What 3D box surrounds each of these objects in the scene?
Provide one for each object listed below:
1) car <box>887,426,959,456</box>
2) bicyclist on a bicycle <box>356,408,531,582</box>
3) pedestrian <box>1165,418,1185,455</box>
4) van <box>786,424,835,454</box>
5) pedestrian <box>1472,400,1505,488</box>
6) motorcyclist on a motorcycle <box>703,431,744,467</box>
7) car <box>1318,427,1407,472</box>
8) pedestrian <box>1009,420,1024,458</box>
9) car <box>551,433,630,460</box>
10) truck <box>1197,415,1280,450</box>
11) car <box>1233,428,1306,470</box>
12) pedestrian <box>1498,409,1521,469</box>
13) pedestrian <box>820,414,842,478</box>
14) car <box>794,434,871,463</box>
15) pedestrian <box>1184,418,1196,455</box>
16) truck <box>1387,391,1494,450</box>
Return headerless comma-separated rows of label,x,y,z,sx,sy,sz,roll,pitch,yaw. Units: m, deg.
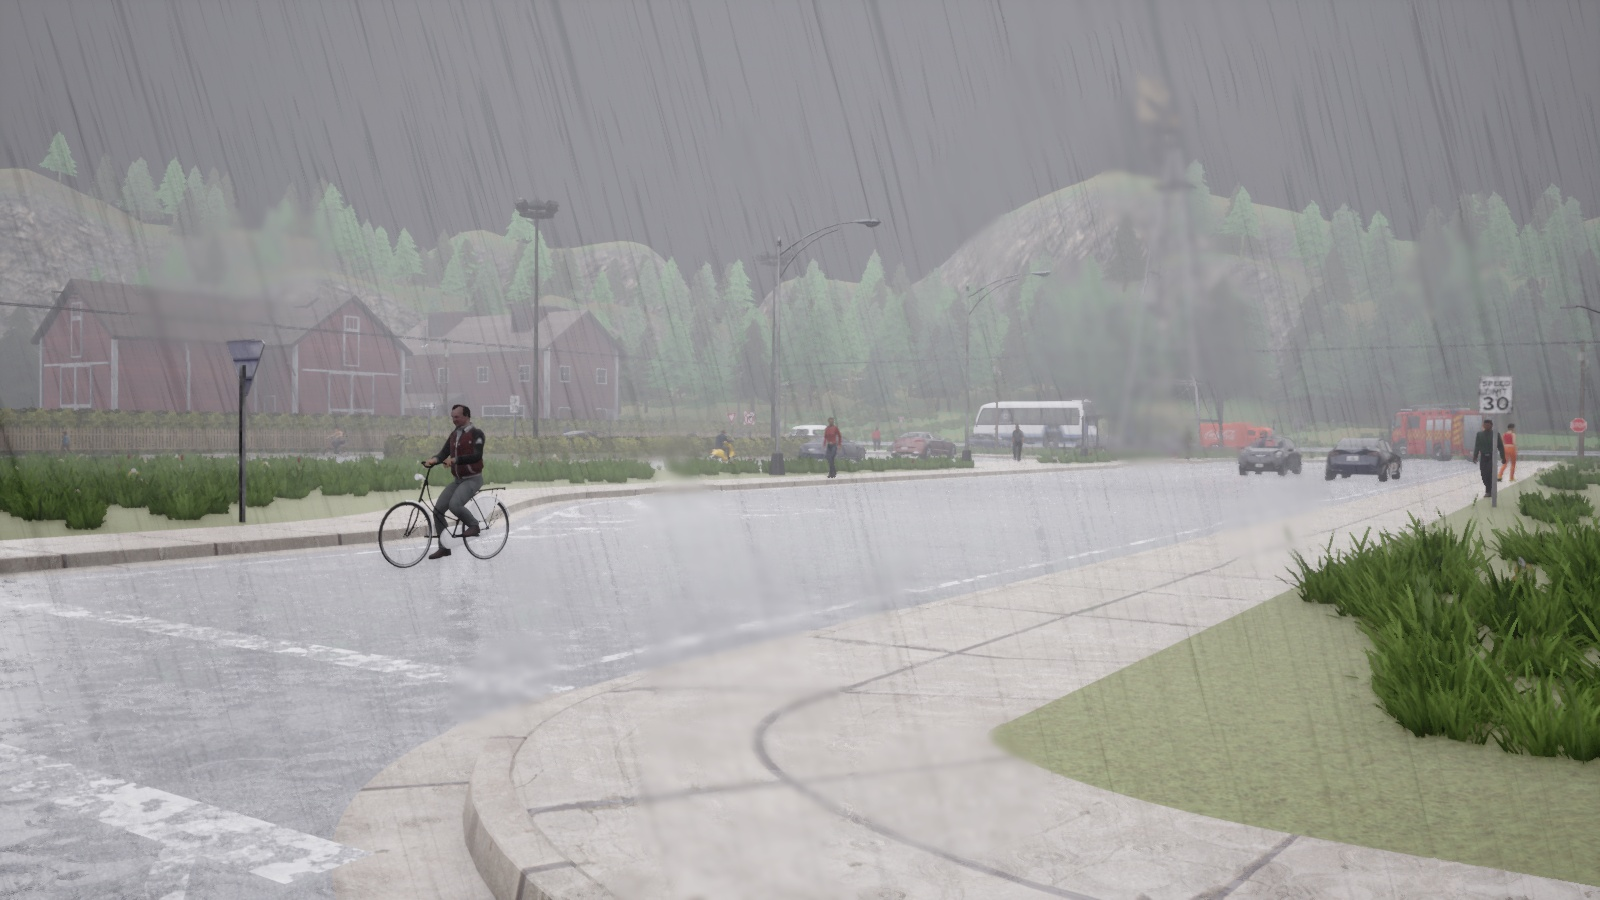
car,7.152,-0.543,72.367,2.152,1.651,5.027,0,1,31
bicyclist on a bicycle,-3.862,0.449,13.748,0.659,1.776,1.843,0,1,33
pedestrian,20.123,-0.716,67.436,0.873,1.952,0.659,-1,1,-41
van,0.729,-0.796,91.101,2.069,2.038,4.480,-3,1,-20
pedestrian,15.391,-0.136,28.069,0.788,1.949,0.423,-1,1,-44
motorcyclist on a motorcycle,-3.414,-0.051,56.134,0.866,1.590,1.817,0,1,34
car,19.876,-0.053,44.225,2.163,1.488,4.792,0,1,33
pedestrian,10.511,-0.540,60.927,0.540,1.848,0.694,0,1,25
car,-12.314,-0.221,74.038,2.007,1.525,4.514,0,1,33
truck,31.824,-1.287,91.120,5.204,2.467,2.627,0,1,34
car,17.744,-0.062,47.382,1.845,1.501,3.633,0,1,33
pedestrian,22.103,-0.347,39.111,0.594,1.836,0.345,-1,1,-28
pedestrian,0.904,-0.122,36.656,0.331,1.846,0.636,0,1,32
car,1.697,-0.092,63.867,1.994,1.385,4.181,0,1,33
pedestrian,20.903,-0.722,67.340,0.396,1.930,0.692,0,1,36
truck,43.650,-2.001,85.954,2.891,3.827,8.468,0,1,0
